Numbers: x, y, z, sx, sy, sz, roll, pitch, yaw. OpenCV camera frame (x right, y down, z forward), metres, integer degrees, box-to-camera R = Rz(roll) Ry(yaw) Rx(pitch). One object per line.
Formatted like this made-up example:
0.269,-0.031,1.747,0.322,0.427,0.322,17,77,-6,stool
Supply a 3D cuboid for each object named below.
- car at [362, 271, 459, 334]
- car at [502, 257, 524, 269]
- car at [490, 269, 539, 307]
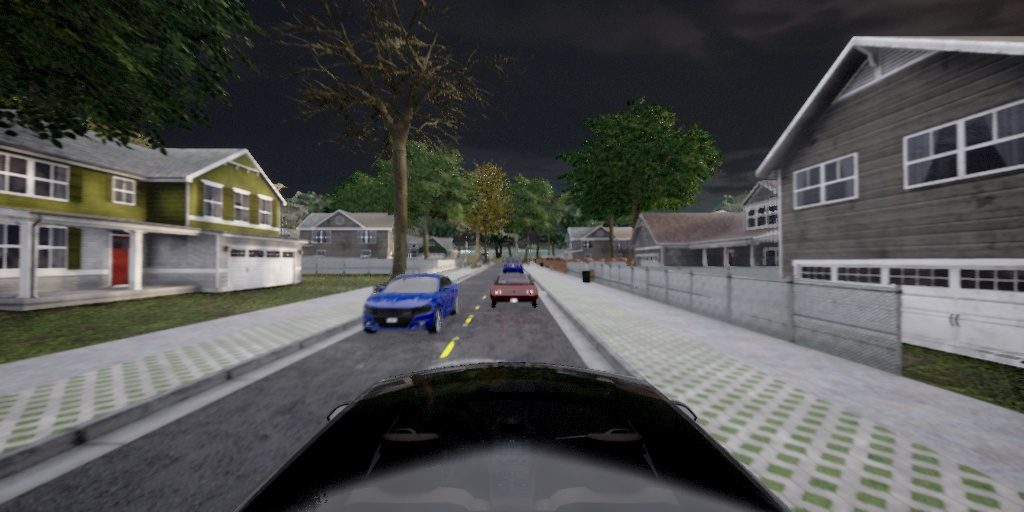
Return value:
-2.829,1.264,10.982,1.882,1.535,5.008,0,-1,0,car
0.106,1.085,39.259,2.150,2.045,5.566,0,0,0,car
0.088,1.405,15.803,1.895,1.301,4.718,0,0,0,car
